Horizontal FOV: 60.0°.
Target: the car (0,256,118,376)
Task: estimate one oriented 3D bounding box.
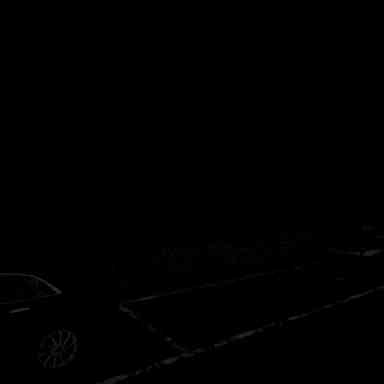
[{"bbox_3d":[-3.108,1.551,3.976,4.403,1.369,2.008,0,0,-35],"label":"car"}]

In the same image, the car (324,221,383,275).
[{"bbox_3d":[5.893,1.581,10.365,4.206,1.307,1.802,0,0,-35],"label":"car"}]
